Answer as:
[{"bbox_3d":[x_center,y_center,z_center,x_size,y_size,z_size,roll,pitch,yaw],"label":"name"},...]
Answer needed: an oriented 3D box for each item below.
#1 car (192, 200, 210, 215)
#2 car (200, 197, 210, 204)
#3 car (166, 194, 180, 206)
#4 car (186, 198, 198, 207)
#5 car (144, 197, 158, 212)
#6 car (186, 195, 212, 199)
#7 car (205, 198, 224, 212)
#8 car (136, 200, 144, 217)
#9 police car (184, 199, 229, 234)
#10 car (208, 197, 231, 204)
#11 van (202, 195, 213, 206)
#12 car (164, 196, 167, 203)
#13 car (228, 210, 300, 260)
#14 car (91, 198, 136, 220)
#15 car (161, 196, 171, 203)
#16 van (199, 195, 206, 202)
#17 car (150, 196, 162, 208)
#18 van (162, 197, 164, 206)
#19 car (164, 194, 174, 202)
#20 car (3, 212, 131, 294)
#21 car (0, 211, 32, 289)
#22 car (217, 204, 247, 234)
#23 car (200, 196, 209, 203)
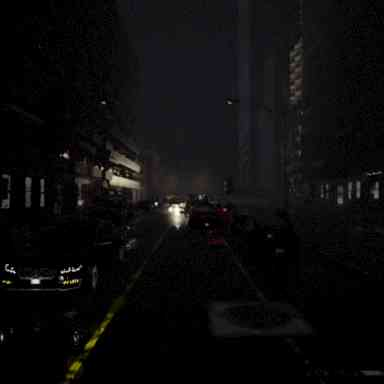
[{"bbox_3d":[0.886,1.618,35.658,1.812,1.442,4.674,0,0,0],"label":"car"},{"bbox_3d":[2.674,1.763,68.099,1.802,1.307,4.206,1,0,0],"label":"car"},{"bbox_3d":[-3.031,1.646,58.254,2.128,1.511,4.902,0,0,0],"label":"car"},{"bbox_3d":[-0.022,1.670,54.929,1.812,1.442,4.674,0,0,0],"label":"car"},{"bbox_3d":[-5.695,1.670,40.249,1.947,1.339,4.313,1,0,0],"label":"car"},{"bbox_3d":[0.514,1.428,29.539,2.097,1.767,4.553,0,0,-6],"label":"car"},{"bbox_3d":[2.687,1.544,40.252,1.967,1.590,4.097,1,0,0],"label":"car"},{"bbox_3d":[-5.691,1.620,29.109,1.887,1.381,4.507,1,0,0],"label":"car"},{"bbox_3d":[0.677,1.475,19.754,1.930,1.638,5.238,0,0,-3],"label":"police car"},{"bbox_3d":[2.691,1.515,29.112,1.967,1.590,4.097,1,0,0],"label":"car"},{"bbox_3d":[2.682,1.491,56.961,1.690,1.788,3.998,1,0,0],"label":"van"},{"bbox_3d":[-5.701,1.675,56.788,1.752,1.417,4.829,1,0,0],"label":"car"},{"bbox_3d":[2.696,1.582,12.404,2.008,1.369,4.403,1,0,0],"label":"car"},{"bbox_3d":[-5.685,1.376,23.540,2.192,1.841,5.009,1,0,0],"label":"car"},{"bbox_3d":[-5.708,1.721,73.497,1.752,1.417,4.829,1,0,0],"label":"car"},{"bbox_3d":[2.671,1.569,84.810,1.690,1.788,3.998,1,0,0],"label":"van"},{"bbox_3d":[-5.697,1.670,45.818,2.008,1.369,4.403,1,0,0],"label":"car"},{"bbox_3d":[-5.696,1.476,51.389,1.690,1.788,3.998,1,0,0],"label":"van"},{"bbox_3d":[-5.709,1.543,84.807,2.192,1.841,5.009,1,0,0],"label":"car"},{"bbox_3d":[-3.104,1.528,9.022,1.837,1.490,4.892,0,0,0],"label":"car"},{"bbox_3d":[-5.678,1.333,6.832,2.192,1.841,5.009,1,0,0],"label":"car"},{"bbox_3d":[2.694,1.597,17.972,2.008,1.369,4.403,1,0,0],"label":"car"},{"bbox_3d":[2.672,1.722,73.838,1.752,1.417,4.829,1,0,0],"label":"car"}]
